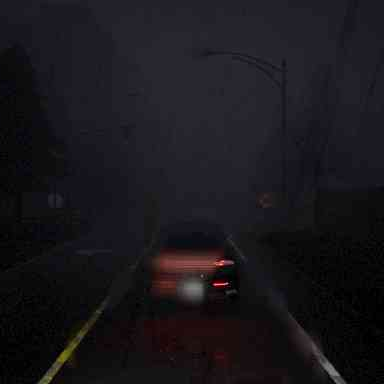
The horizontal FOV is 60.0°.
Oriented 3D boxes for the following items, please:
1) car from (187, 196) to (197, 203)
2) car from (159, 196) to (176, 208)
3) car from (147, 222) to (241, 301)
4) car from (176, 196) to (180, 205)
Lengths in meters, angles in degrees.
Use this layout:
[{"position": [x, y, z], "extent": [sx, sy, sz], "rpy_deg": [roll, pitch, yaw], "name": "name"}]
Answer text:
[{"position": [0.047, 1.491, 69.512], "extent": [2.128, 1.511, 4.902], "rpy_deg": [0, 0, 0], "name": "car"}, {"position": [-3.554, 1.526, 46.878], "extent": [1.812, 1.442, 4.674], "rpy_deg": [0, 0, 0], "name": "car"}, {"position": [0.059, 1.492, 8.281], "extent": [2.128, 1.511, 4.902], "rpy_deg": [0, 0, 0], "name": "car"}, {"position": [-3.543, 1.477, 58.128], "extent": [1.882, 1.535, 5.008], "rpy_deg": [0, 0, 0], "name": "car"}]
